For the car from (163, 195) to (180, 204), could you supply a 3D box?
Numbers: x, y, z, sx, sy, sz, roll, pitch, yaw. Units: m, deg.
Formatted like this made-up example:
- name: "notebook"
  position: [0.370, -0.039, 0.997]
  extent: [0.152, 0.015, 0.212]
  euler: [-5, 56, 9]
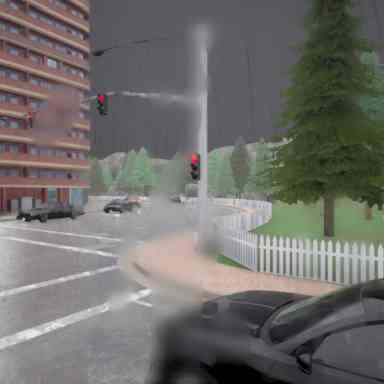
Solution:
- name: "car"
  position: [-3.992, 1.448, 64.245]
  extent: [1.837, 1.490, 4.892]
  euler: [1, 0, -31]

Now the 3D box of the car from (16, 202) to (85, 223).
- name: "car"
  position: [-10.641, 1.491, 25.586]
  extent: [2.033, 1.411, 5.357]
  euler: [0, 0, 24]

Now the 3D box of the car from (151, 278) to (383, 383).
- name: "car"
  position: [1.873, 1.478, 2.653]
  extent: [5.008, 1.535, 1.882]
  euler: [0, 0, 36]

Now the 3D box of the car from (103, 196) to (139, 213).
- name: "car"
  position: [-7.773, 1.491, 35.743]
  extent: [2.033, 1.411, 5.357]
  euler: [0, 0, 7]

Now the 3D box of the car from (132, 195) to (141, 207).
- name: "car"
  position: [-8.543, 1.295, 47.961]
  extent: [2.097, 1.767, 4.553]
  euler: [0, 0, -15]
